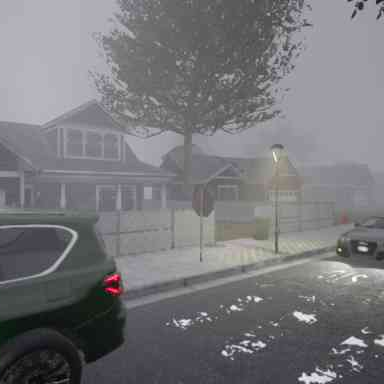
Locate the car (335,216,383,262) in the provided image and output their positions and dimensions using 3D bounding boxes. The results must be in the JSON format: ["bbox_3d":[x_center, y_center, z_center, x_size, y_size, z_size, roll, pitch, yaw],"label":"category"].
[{"bbox_3d":[6.662,1.528,11.317,4.181,1.385,1.994,0,1,-41],"label":"car"}]

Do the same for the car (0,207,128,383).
[{"bbox_3d":[-3.285,1.209,2.879,5.566,2.045,2.150,0,1,-40],"label":"car"}]
